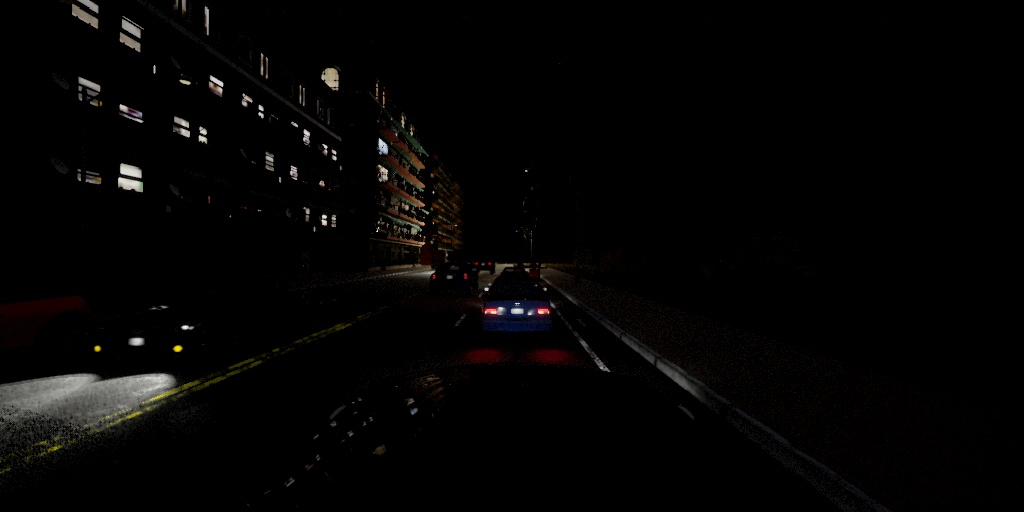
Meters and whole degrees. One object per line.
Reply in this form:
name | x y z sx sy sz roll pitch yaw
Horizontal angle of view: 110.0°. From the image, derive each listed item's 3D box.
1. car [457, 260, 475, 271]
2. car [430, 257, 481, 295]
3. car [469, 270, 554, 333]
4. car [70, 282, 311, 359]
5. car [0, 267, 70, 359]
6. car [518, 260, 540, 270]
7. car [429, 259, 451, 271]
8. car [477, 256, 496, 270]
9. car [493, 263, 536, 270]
car | -6.500 1.317 51.379 1.994 1.385 4.181 0 0 0
car | -3.118 1.105 20.053 2.097 1.767 4.553 0 0 0
car | 0.118 1.299 10.627 2.033 1.411 5.357 0 0 0
car | -6.589 1.315 8.286 1.994 1.385 4.181 0 0 0
car | -9.844 1.102 5.584 2.097 1.767 4.553 0 0 0
car | 1.191 1.105 29.895 2.097 1.767 4.553 0 0 0
car | -9.757 1.244 48.985 2.128 1.511 4.902 0 0 0
car | -3.074 0.974 40.881 2.150 2.045 5.566 0 0 0
car | 0.130 1.317 20.961 1.994 1.385 4.181 0 0 1
